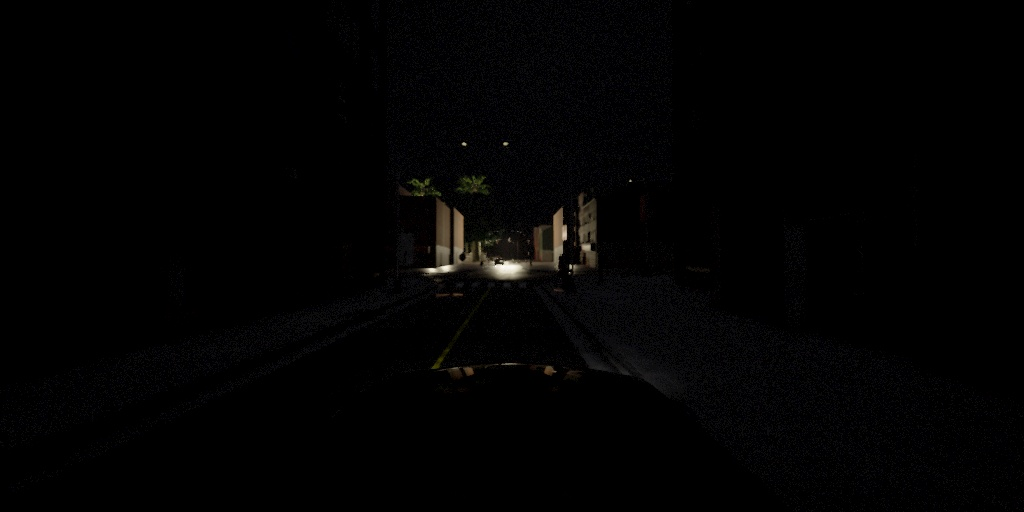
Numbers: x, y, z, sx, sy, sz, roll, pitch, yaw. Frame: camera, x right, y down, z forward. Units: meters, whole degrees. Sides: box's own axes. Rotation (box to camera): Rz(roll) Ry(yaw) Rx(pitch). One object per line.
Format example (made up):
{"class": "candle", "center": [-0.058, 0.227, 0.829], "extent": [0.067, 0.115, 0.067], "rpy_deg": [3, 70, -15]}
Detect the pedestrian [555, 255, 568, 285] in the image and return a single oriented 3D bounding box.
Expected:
{"class": "pedestrian", "center": [2.971, 0.866, 21.633], "extent": [0.375, 1.860, 0.375], "rpy_deg": [1, -1, 0]}

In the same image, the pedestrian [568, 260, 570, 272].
{"class": "pedestrian", "center": [3.513, 0.855, 22.833], "extent": [0.375, 1.860, 0.375], "rpy_deg": [1, -1, 0]}

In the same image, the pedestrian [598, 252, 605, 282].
{"class": "pedestrian", "center": [5.519, 0.672, 22.236], "extent": [0.375, 1.860, 0.375], "rpy_deg": [1, -1, 0]}
